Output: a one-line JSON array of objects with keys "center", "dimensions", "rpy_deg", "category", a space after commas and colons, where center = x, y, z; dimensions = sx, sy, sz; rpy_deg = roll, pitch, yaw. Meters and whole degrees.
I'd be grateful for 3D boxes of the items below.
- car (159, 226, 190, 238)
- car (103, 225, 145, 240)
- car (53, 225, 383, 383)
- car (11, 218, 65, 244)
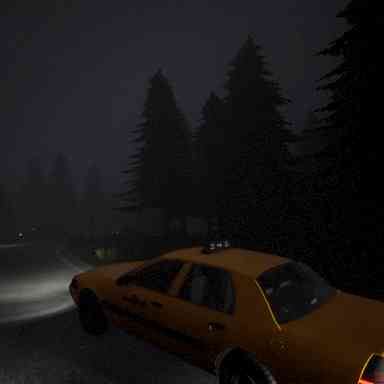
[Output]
[{"center": [-2.319, 5.544, 46.264], "dimensions": [1.882, 1.535, 5.008], "rpy_deg": [-5, -8, 30], "category": "car"}, {"center": [-7.438, 4.510, 36.956], "dimensions": [2.033, 1.411, 5.357], "rpy_deg": [-4, -8, 20], "category": "car"}, {"center": [0.138, 1.441, 4.738], "dimensions": [5.366, 1.575, 1.801], "rpy_deg": [0, 1, 43], "category": "car"}, {"center": [-12.747, 3.225, 28.123], "dimensions": [2.150, 2.045, 5.566], "rpy_deg": [-4, -7, 7], "category": "car"}]
